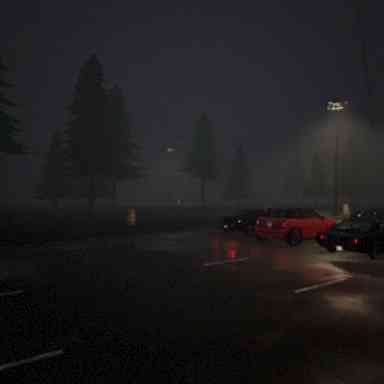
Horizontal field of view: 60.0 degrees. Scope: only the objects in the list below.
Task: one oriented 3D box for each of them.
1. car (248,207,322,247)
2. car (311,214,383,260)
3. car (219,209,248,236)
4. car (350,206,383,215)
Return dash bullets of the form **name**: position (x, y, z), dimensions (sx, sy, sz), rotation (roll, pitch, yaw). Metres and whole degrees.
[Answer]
- **car**: position (5.219, 1.504, 16.166), dimensions (4.553, 1.767, 2.097), rotation (1, -1, -35)
- **car**: position (7.107, 1.752, 13.218), dimensions (4.718, 1.301, 1.895), rotation (1, 0, -35)
- **car**: position (3.610, 1.684, 19.246), dimensions (4.674, 1.442, 1.812), rotation (1, 0, -38)
- **car**: position (15.137, 1.886, 27.953), dimensions (4.181, 1.385, 1.994), rotation (1, 0, -35)
